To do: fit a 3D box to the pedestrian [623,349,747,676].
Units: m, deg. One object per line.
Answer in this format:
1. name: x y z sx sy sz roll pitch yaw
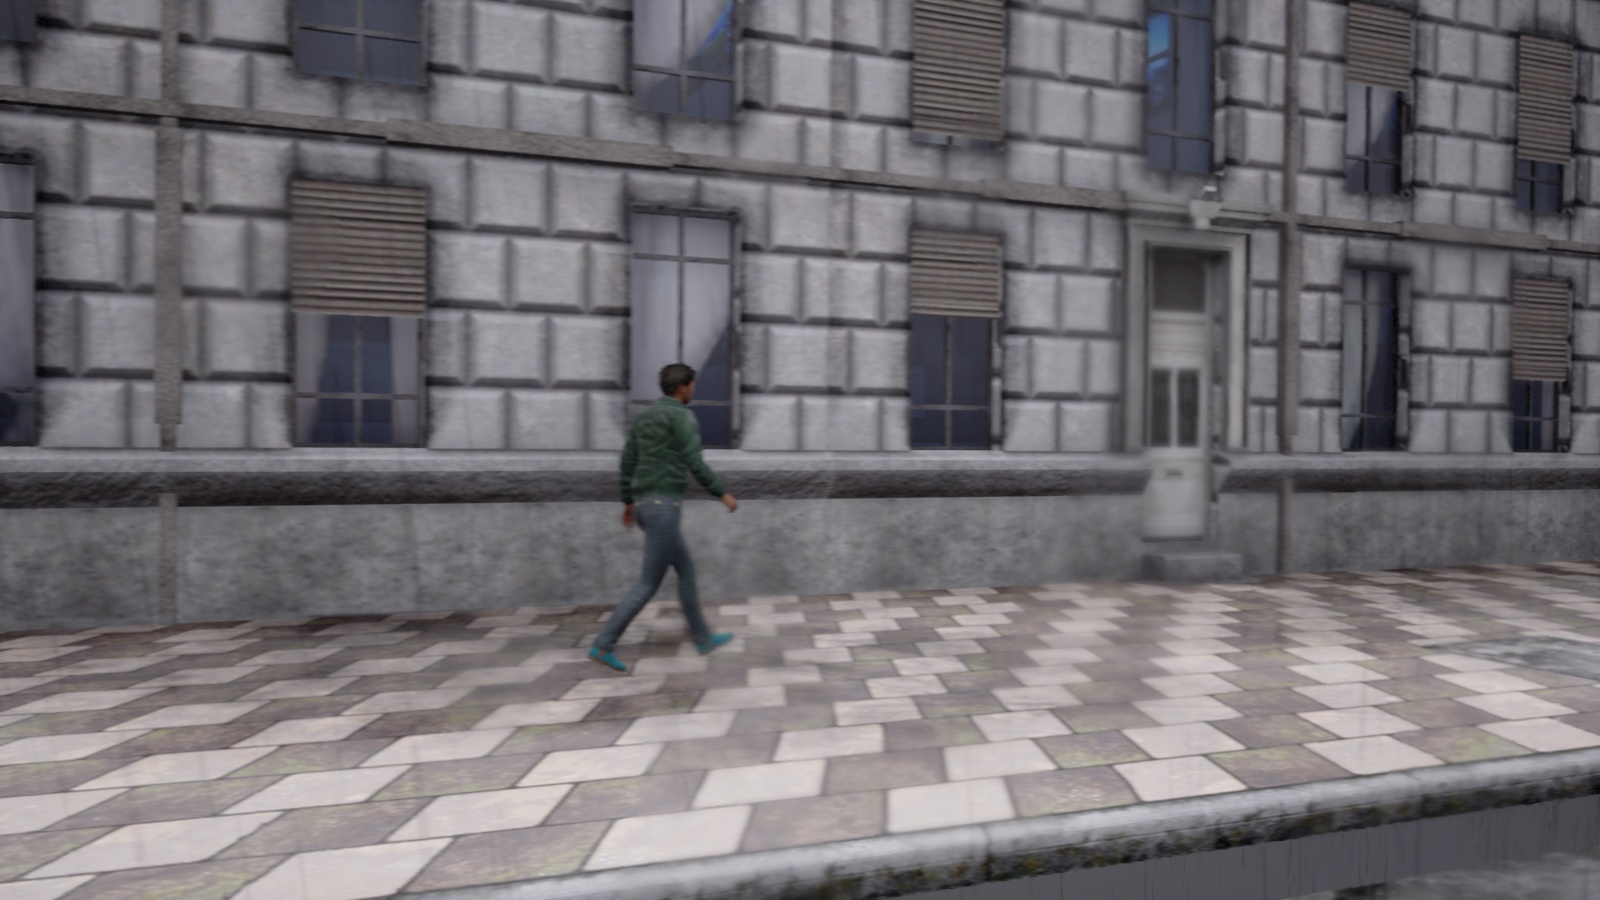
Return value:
1. pedestrian: -0.676 0.347 7.397 0.614 1.847 0.353 -1 1 -33
